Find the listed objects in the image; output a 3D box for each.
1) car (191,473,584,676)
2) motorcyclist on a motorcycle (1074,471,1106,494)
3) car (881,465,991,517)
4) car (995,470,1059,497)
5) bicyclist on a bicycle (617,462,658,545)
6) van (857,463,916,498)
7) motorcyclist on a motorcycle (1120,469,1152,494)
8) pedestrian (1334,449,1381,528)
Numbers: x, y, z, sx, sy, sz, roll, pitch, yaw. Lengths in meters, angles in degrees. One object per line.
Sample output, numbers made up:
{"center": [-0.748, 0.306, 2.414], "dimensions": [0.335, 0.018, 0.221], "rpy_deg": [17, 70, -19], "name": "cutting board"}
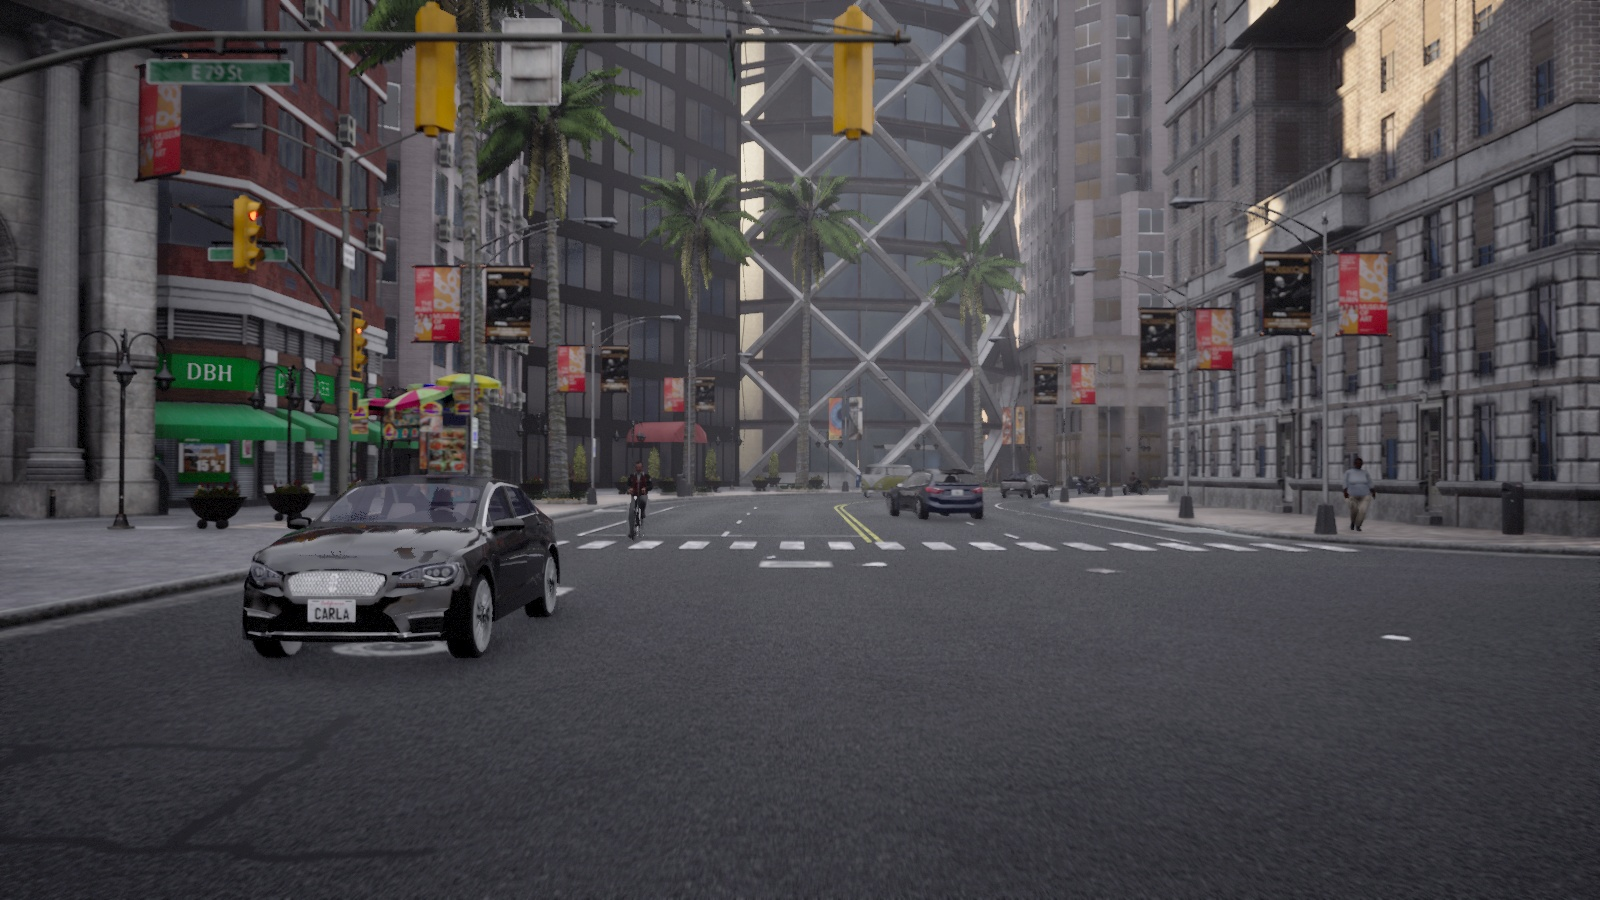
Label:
{"center": [-3.529, 0.985, 11.921], "dimensions": [2.128, 1.511, 4.902], "rpy_deg": [0, -1, 0], "name": "car"}
{"center": [19.909, 2.213, 86.202], "dimensions": [2.191, 1.530, 0.866], "rpy_deg": [0, -1, -36], "name": "motorcyclist on a motorcycle"}
{"center": [4.542, 1.357, 42.780], "dimensions": [2.242, 1.667, 4.611], "rpy_deg": [0, -1, -14], "name": "car"}
{"center": [13.489, 1.961, 74.314], "dimensions": [2.128, 1.511, 4.902], "rpy_deg": [-1, -1, 31], "name": "car"}
{"center": [-3.568, 1.163, 27.675], "dimensions": [0.659, 1.776, 1.843], "rpy_deg": [0, -1, 0], "name": "bicyclist on a bicycle"}
{"center": [5.108, 1.782, 73.769], "dimensions": [1.775, 1.987, 4.442], "rpy_deg": [-1, -1, 28], "name": "van"}
{"center": [22.383, 2.075, 83.621], "dimensions": [2.350, 1.649, 0.766], "rpy_deg": [1, -1, -36], "name": "motorcyclist on a motorcycle"}
{"center": [13.348, 0.922, 30.087], "dimensions": [0.874, 1.855, 0.900], "rpy_deg": [0, -1, 14], "name": "pedestrian"}
